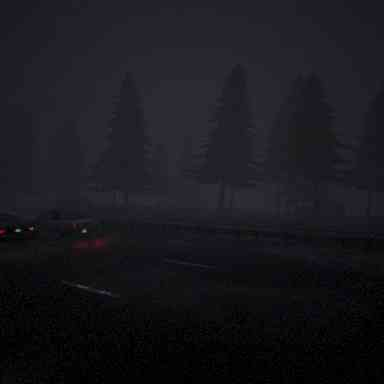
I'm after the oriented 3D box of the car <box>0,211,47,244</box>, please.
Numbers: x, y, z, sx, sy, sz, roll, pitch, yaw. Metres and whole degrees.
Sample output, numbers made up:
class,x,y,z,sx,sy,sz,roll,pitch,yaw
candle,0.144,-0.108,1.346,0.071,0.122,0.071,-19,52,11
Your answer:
class,x,y,z,sx,sy,sz,roll,pitch,yaw
car,-8.943,1.564,14.362,5.357,1.411,2.033,0,0,32

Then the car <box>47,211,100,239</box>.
class,x,y,z,sx,sy,sz,roll,pitch,yaw
car,-7.108,1.617,17.342,4.718,1.301,1.895,0,0,32
